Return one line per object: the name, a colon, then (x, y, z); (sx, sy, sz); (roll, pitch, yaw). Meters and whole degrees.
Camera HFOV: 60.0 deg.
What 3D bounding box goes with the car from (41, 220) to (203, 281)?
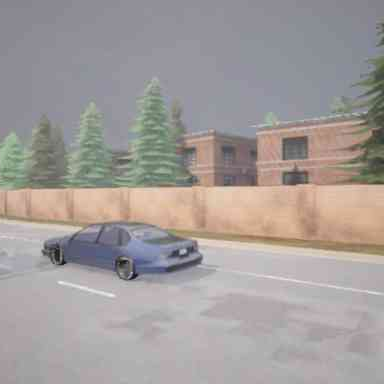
car: (-2.276, 1.570, 9.912); (5.357, 1.411, 2.033); (0, 0, 35)
